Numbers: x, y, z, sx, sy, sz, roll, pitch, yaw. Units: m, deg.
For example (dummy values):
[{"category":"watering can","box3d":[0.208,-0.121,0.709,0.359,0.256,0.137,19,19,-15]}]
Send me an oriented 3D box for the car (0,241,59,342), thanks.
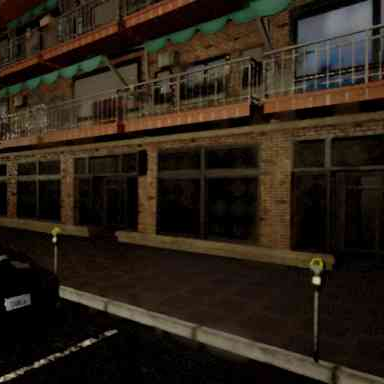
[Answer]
[{"category":"car","box3d":[-4.060,1.527,5.752,4.313,1.339,1.947,0,1,35]}]
